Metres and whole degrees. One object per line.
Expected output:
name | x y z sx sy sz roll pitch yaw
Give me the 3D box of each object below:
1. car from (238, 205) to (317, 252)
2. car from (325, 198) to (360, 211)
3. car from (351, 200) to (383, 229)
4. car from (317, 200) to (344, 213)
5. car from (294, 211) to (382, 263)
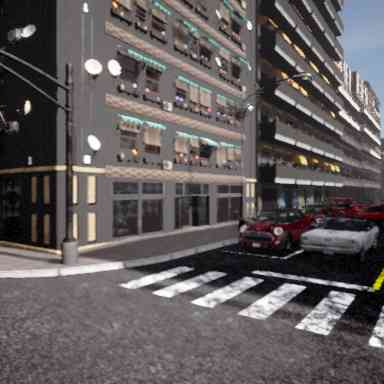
car | 3.545 1.438 13.928 1.967 1.590 4.097 0 0 36
car | 10.004 1.321 22.941 2.192 1.841 5.009 0 0 36
car | 11.430 1.485 20.479 1.882 1.535 5.008 0 0 36
car | 6.774 1.442 18.434 1.967 1.590 4.097 0 0 36
car | 5.574 1.600 12.319 1.895 1.301 4.718 0 0 36
